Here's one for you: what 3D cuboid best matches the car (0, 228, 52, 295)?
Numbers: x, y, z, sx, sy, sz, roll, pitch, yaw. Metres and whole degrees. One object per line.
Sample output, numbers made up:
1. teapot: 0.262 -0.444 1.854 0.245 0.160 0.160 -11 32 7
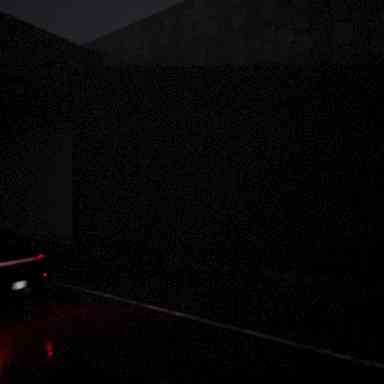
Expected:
1. car: -5.255 1.582 7.749 4.902 1.511 2.128 -1 0 36
